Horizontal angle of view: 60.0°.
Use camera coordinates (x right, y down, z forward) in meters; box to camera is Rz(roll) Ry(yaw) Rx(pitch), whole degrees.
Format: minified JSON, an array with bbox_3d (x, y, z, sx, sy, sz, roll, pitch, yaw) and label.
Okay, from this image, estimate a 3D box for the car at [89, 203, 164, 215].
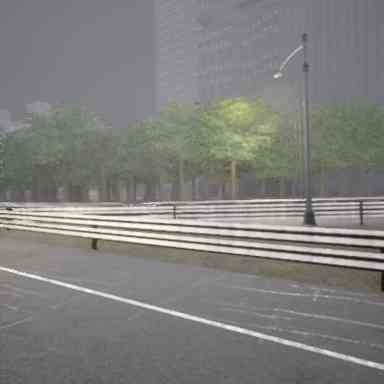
[{"bbox_3d":[-4.771,1.505,24.422,5.357,1.411,2.033,-1,-1,7],"label":"car"}]
